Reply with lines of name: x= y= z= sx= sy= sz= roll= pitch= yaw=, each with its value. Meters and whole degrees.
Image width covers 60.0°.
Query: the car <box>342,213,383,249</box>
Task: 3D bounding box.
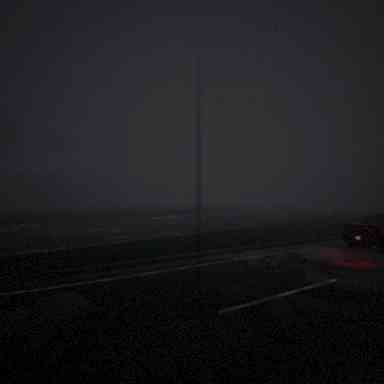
car: x=8.493 y=1.621 z=14.033 sx=5.008 sy=1.535 sz=1.882 roll=0 pitch=0 yaw=-31
